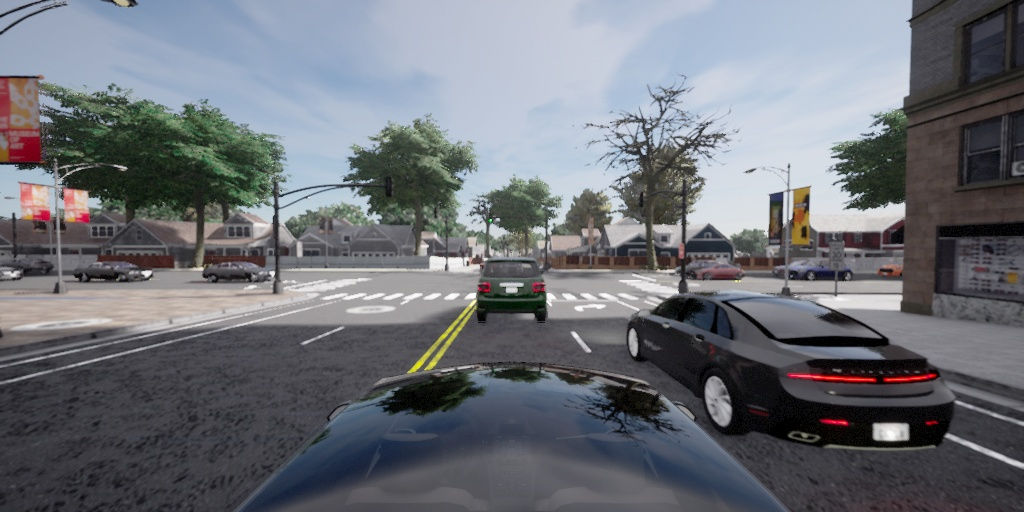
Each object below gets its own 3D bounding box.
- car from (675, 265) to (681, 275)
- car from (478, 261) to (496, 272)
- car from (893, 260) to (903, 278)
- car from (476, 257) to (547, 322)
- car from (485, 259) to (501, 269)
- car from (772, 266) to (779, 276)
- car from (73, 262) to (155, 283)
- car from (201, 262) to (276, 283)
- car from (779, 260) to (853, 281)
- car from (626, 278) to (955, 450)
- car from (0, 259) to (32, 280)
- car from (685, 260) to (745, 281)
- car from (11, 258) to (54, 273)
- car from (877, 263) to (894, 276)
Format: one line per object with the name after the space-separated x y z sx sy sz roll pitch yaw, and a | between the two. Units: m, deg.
17.910 1.149 33.708 4.902 1.511 2.128 0 2 0 | car
-3.064 1.258 45.631 1.895 1.301 4.718 0 0 1 | car
36.160 1.348 30.379 4.902 1.511 2.128 0 2 0 | car
-0.010 1.051 12.753 2.150 2.045 5.566 0 0 0 | car
-2.919 1.176 55.560 2.128 1.511 4.902 0 0 1 | car
27.112 1.227 33.674 4.674 1.442 1.812 0 2 0 | car
-30.120 1.192 27.210 4.902 1.511 2.128 0 2 0 | car
-20.561 1.219 27.161 4.902 1.511 2.128 0 2 -2 | car
25.961 1.150 30.421 4.553 1.767 2.097 0 2 0 | car
3.254 1.279 5.501 1.837 1.490 4.892 0 0 0 | car
-40.280 1.202 27.278 4.674 1.442 1.812 0 2 0 | car
17.301 1.320 30.461 4.181 1.385 1.994 0 2 0 | car
-46.653 0.944 33.971 4.902 1.511 2.128 0 2 1 | car
37.272 1.113 33.613 4.553 1.767 2.097 0 2 1 | car
